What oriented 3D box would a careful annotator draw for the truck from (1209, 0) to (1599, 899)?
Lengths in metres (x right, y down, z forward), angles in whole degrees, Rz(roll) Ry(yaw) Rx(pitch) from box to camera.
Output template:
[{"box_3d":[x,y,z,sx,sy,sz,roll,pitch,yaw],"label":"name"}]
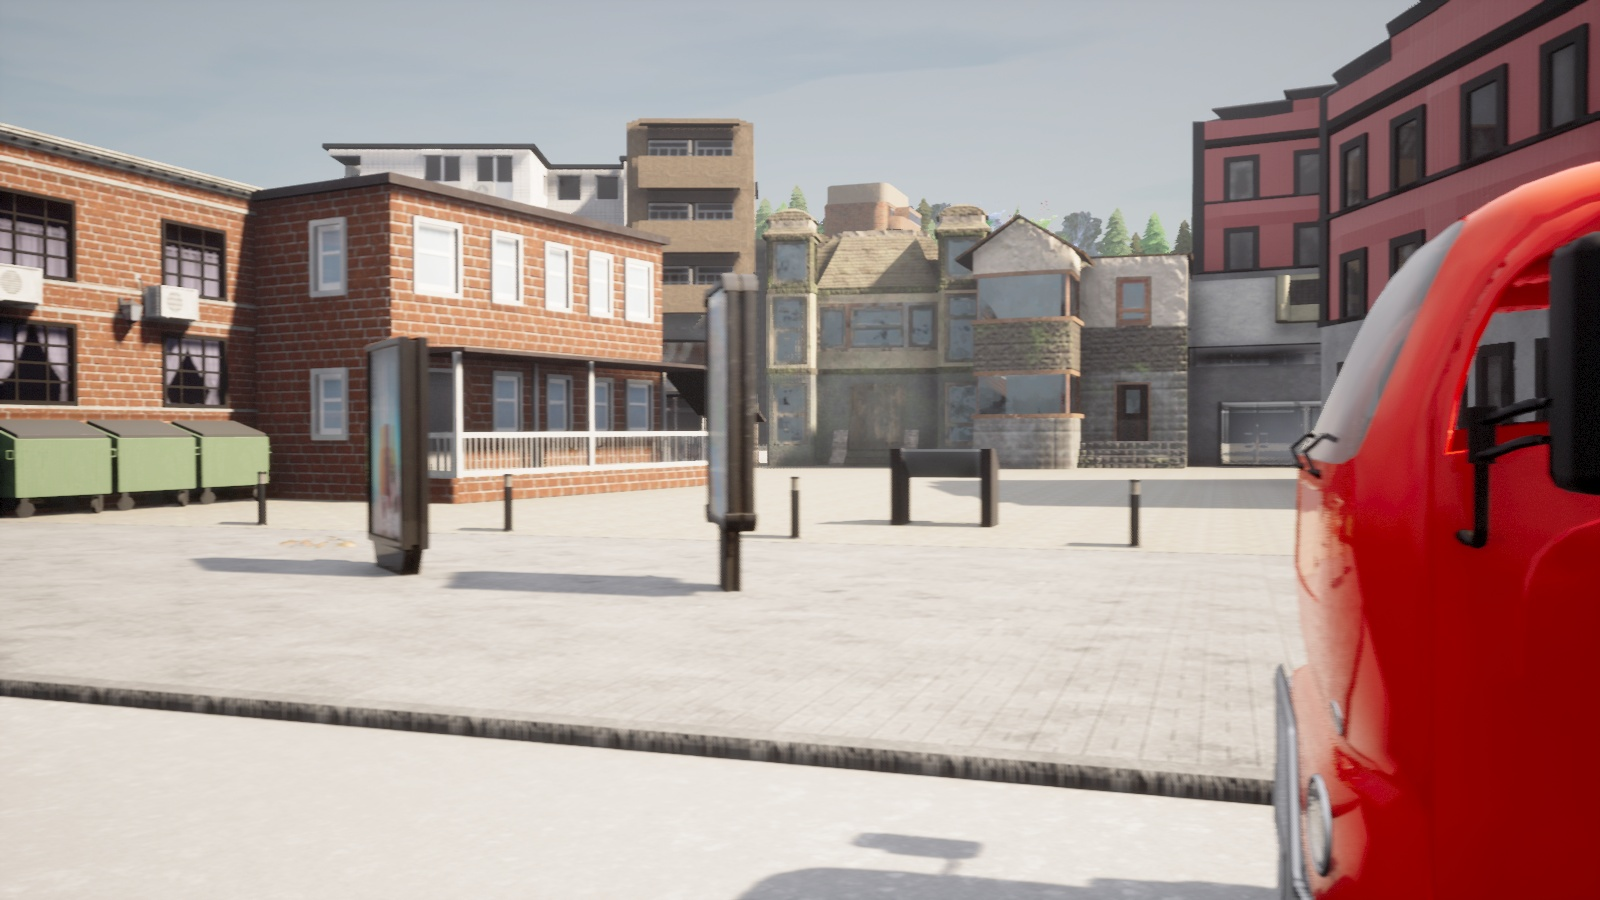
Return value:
[{"box_3d":[3.571,0.313,2.511,5.204,2.467,2.627,1,1,19],"label":"truck"}]
